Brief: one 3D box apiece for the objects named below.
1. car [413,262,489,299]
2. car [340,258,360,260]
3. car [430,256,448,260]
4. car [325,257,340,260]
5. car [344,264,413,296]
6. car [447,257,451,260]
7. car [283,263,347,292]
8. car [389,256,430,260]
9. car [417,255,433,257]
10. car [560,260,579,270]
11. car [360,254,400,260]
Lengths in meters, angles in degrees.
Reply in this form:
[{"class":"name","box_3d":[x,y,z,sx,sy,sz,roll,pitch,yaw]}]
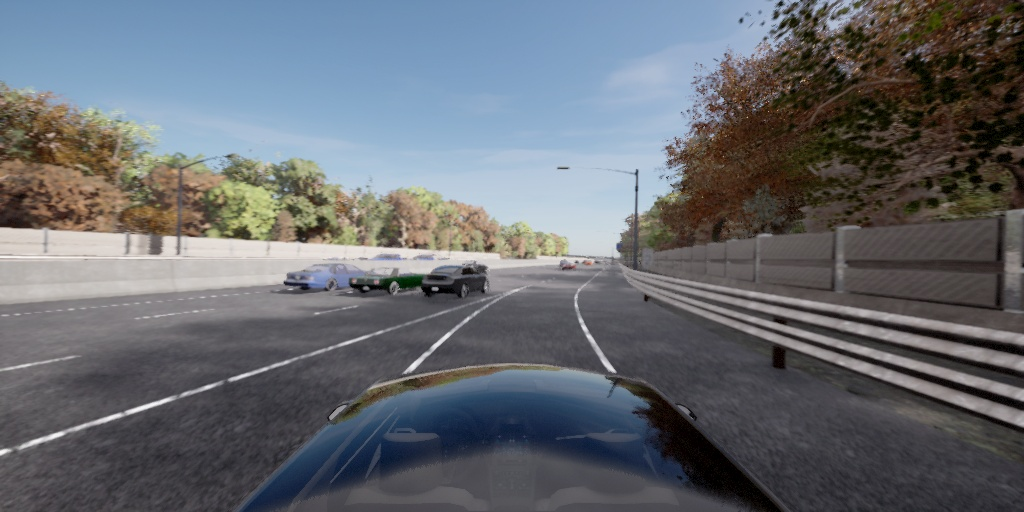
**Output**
[{"class":"car","box_3d":[-2.637,1.201,17.687,1.837,1.490,4.892,1,0,16]},{"class":"car","box_3d":[-19.813,0.970,46.924,1.994,1.385,4.181,1,0,17]},{"class":"car","box_3d":[-11.911,1.205,61.651,2.033,1.411,5.357,1,0,16]},{"class":"car","box_3d":[-23.336,0.872,47.303,2.033,1.411,5.357,1,0,17]},{"class":"car","box_3d":[-6.056,1.217,18.507,1.895,1.301,4.718,1,0,16]},{"class":"car","box_3d":[-8.650,1.293,60.385,1.994,1.385,4.181,1,0,17]},{"class":"car","box_3d":[-9.450,1.086,19.350,2.033,1.411,5.357,1,0,16]},{"class":"car","box_3d":[-12.935,1.057,45.543,2.128,1.511,4.902,1,0,17]},{"class":"car","box_3d":[-15.483,0.792,61.868,2.150,2.045,5.566,1,0,17]},{"class":"car","box_3d":[9.855,1.778,61.358,1.895,1.301,4.718,1,0,16]},{"class":"car","box_3d":[-16.392,0.705,46.145,2.150,2.045,5.566,1,0,17]}]
